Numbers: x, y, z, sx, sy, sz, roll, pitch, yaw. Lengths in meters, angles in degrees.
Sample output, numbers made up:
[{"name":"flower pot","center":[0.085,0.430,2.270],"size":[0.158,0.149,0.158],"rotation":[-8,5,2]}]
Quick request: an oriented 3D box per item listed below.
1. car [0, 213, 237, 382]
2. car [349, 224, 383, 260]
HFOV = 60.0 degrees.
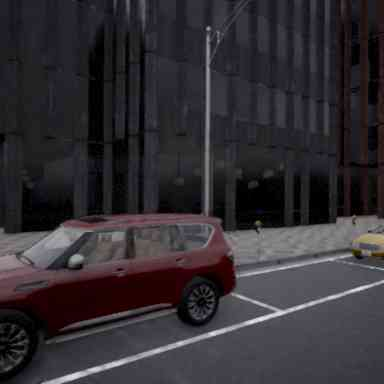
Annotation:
[{"name":"car","center":[-1.468,1.335,5.607],"size":[5.009,1.841,2.192],"rotation":[1,0,-36]},{"name":"car","center":[7.559,1.659,12.067],"size":[4.829,1.417,1.752],"rotation":[1,0,-36]}]
